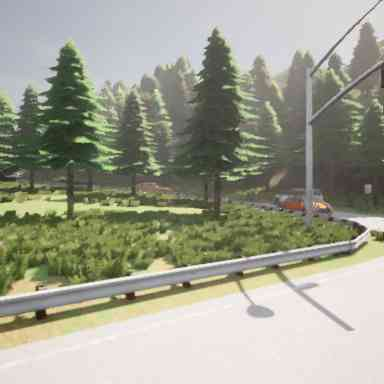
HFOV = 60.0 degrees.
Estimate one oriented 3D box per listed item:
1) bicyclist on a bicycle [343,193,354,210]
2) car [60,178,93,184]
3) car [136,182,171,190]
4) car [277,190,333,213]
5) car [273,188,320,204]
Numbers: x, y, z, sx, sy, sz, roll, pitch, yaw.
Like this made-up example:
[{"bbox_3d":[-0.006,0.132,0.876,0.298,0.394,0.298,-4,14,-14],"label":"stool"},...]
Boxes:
[{"bbox_3d":[14.919,0.839,31.541,1.656,1.620,0.582,-12,8,-20],"label":"bicyclist on a bicycle"},{"bbox_3d":[-16.228,-1.297,46.974,4.718,1.301,1.895,5,2,17],"label":"car"},{"bbox_3d":[-4.853,-0.393,41.185,5.008,1.535,1.882,5,1,12],"label":"car"},{"bbox_3d":[9.254,1.046,26.912,2.097,1.767,4.553,0,3,-16],"label":"car"},{"bbox_3d":[10.553,0.644,33.427,2.150,2.045,5.566,1,3,-26],"label":"car"}]
